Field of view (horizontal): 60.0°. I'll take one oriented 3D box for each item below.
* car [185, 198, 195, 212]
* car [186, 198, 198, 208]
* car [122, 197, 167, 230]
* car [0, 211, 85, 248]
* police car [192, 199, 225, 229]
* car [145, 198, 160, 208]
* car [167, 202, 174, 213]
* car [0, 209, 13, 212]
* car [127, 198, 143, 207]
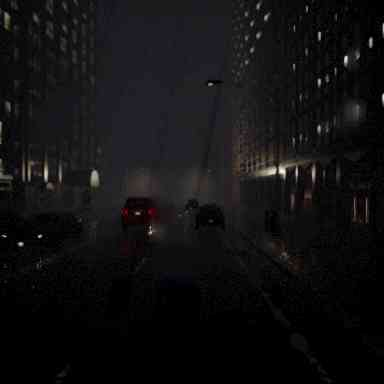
[{"bbox_3d":[0.020,1.742,42.967,1.837,1.490,4.892,0,0,1],"label":"car"},{"bbox_3d":[-0.002,1.778,55.386,1.882,1.535,5.008,0,0,0],"label":"car"},{"bbox_3d":[-3.150,1.347,22.014,2.150,2.045,5.566,0,0,0],"label":"car"},{"bbox_3d":[-6.600,1.636,15.481,2.033,1.411,5.357,0,0,0],"label":"car"},{"bbox_3d":[1.137,1.554,22.568,1.930,1.638,5.238,0,0,0],"label":"police car"},{"bbox_3d":[-6.567,1.778,55.579,1.882,1.535,5.008,0,0,0],"label":"car"},{"bbox_3d":[-3.151,1.822,39.889,1.895,1.301,4.718,0,0,0],"label":"car"},{"bbox_3d":[-9.848,1.597,16.034,1.837,1.490,4.892,0,0,0],"label":"car"},{"bbox_3d":[-9.807,1.789,57.740,1.882,1.535,5.008,0,0,0],"label":"car"}]
